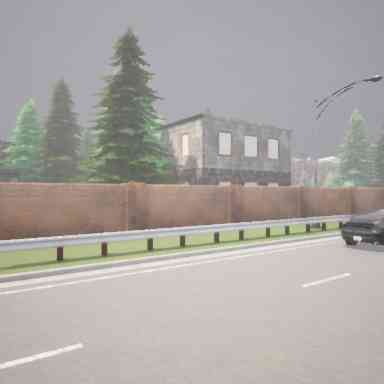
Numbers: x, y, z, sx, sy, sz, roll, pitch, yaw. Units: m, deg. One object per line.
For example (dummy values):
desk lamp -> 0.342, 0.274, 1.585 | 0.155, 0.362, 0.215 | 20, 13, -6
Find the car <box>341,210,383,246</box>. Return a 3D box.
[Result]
car -> 8.269, 1.513, 14.066 | 4.892, 1.490, 1.837 | 0, 0, -35
